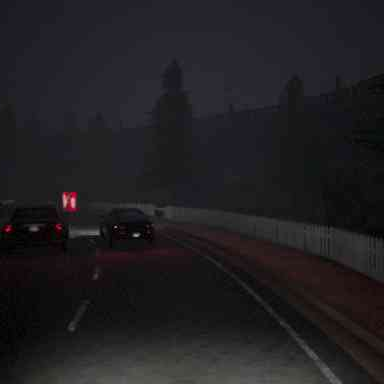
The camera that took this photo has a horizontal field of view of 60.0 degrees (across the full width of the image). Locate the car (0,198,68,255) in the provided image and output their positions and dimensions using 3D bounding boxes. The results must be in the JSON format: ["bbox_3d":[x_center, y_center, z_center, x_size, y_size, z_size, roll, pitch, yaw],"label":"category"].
[{"bbox_3d":[-6.103,1.269,13.290,2.097,1.767,4.553,0,0,-20],"label":"car"}]

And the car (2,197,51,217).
[{"bbox_3d":[-14.926,1.294,29.928,5.008,1.535,1.882,0,0,37],"label":"car"}]

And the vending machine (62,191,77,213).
[{"bbox_3d":[-12.165,0.992,33.116,0.880,2.100,1.100,0,0,36],"label":"vending machine"}]

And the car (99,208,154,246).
[{"bbox_3d":[-2.966,1.434,14.818,1.812,1.442,4.674,0,1,-21],"label":"car"}]
